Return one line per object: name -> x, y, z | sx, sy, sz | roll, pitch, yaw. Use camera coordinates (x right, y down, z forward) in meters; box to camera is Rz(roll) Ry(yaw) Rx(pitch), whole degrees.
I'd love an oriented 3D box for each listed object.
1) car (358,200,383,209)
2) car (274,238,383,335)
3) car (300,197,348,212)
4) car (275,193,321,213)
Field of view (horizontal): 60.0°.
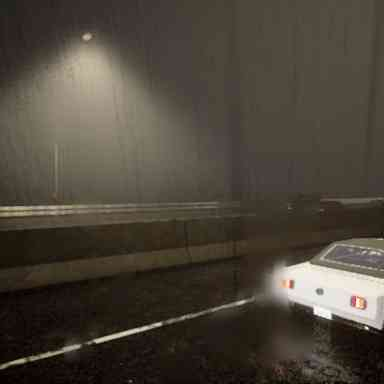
car -> 15.765, 1.419, 27.814 | 4.902, 1.511, 2.128 | 0, 0, -34
car -> 3.849, 1.582, 6.463 | 4.718, 1.301, 1.895 | 0, 0, -35
car -> 12.002, 1.456, 29.464 | 4.674, 1.442, 1.812 | 0, 0, -35
car -> 10.634, 1.148, 32.783 | 5.566, 2.045, 2.150 | 0, 0, -35
